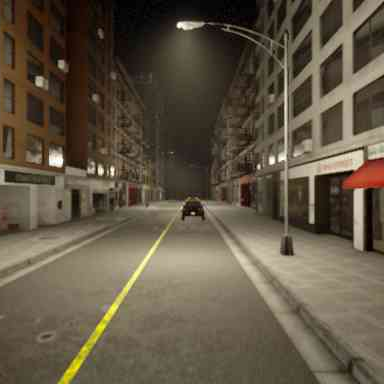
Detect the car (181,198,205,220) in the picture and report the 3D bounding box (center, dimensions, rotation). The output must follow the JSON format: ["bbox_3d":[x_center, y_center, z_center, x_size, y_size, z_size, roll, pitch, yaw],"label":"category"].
[{"bbox_3d":[0.090,1.483,27.869,1.812,1.442,4.674,0,0,0],"label":"car"}]

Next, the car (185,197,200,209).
[{"bbox_3d":[0.085,1.504,46.105,1.882,1.535,5.008,0,0,0],"label":"car"}]
